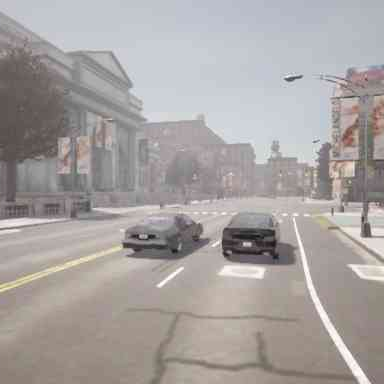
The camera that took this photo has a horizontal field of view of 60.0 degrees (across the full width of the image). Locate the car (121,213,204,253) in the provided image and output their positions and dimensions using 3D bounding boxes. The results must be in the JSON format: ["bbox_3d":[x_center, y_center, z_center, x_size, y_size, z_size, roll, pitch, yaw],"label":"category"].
[{"bbox_3d":[-0.957,1.561,13.735,2.033,1.411,5.357,0,0,16],"label":"car"}]

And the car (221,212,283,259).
[{"bbox_3d":[2.407,1.483,12.768,1.882,1.535,5.008,0,0,16],"label":"car"}]
